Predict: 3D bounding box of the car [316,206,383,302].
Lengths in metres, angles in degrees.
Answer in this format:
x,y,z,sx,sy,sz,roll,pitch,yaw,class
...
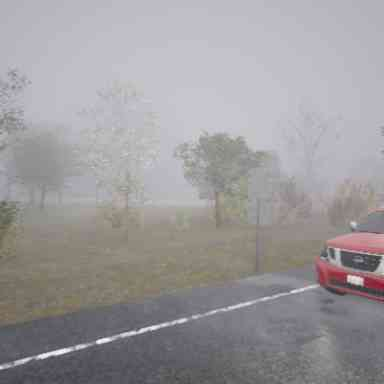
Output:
x,y,z,sx,sy,sz,roll,pitch,yaw,class
5.271,1.311,7.743,5.566,2.045,2.150,1,-1,-35,car
